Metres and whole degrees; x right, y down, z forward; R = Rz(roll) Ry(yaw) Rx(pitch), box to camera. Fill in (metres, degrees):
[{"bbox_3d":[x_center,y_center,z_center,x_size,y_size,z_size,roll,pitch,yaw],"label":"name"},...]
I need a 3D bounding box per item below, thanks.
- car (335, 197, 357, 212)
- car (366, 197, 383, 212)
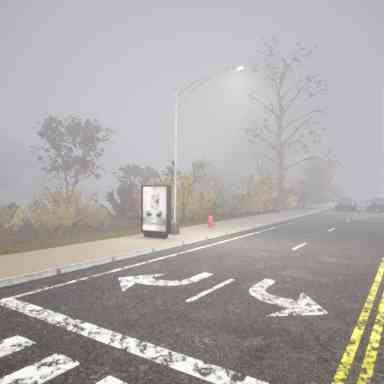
[{"bbox_3d":[18.519,1.387,39.887,2.097,1.767,4.553,0,0,30],"label":"car"},{"bbox_3d":[21.330,1.390,38.257,2.097,1.767,4.553,0,0,30],"label":"car"}]
